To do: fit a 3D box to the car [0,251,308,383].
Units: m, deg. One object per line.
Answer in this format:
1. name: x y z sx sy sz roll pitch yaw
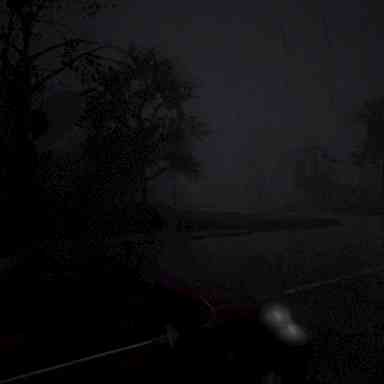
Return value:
1. car: -1.021 1.354 2.984 4.553 1.767 2.097 0 0 -35
